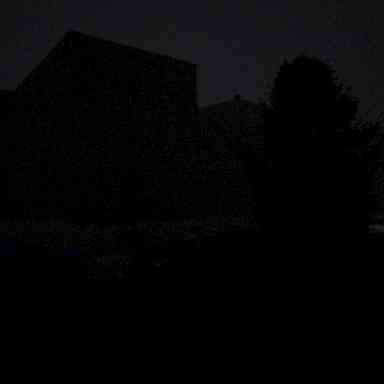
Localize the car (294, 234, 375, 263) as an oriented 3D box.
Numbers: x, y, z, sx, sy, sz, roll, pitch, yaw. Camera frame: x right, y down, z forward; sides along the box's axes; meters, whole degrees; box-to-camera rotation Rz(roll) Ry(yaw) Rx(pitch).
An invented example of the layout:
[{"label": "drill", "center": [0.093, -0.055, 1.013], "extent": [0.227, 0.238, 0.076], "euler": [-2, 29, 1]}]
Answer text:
[{"label": "car", "center": [5.116, 1.843, 13.646], "extent": [5.008, 1.535, 2.097], "euler": [1, -1, -37]}]

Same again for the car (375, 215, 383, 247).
[{"label": "car", "center": [9.984, 1.941, 17.538], "extent": [4.674, 1.452, 2.002], "euler": [1, 0, -39]}]

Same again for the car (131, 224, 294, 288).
[{"label": "car", "center": [0.545, 1.770, 10.225], "extent": [4.892, 1.521, 2.231], "euler": [1, -1, -35]}]

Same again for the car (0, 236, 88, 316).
[{"label": "car", "center": [-4.688, 1.703, 6.668], "extent": [5.008, 1.535, 2.097], "euler": [1, 0, -33]}]
